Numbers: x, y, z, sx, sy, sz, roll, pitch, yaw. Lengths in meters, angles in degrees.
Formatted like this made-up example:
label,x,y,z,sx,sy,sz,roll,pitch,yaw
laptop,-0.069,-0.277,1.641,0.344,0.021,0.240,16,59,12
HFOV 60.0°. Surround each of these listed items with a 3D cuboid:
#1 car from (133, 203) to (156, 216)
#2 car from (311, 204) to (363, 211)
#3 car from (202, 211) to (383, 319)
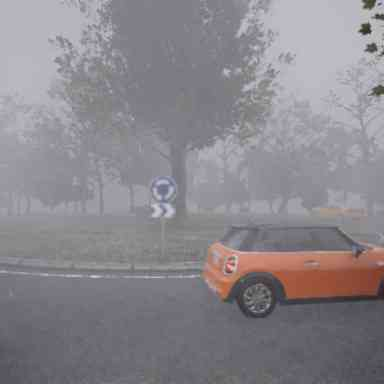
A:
label,x,y,z,sx,sy,sz,roll,pitch,yaw
car,-4.728,1.976,38.438,4.181,1.385,1.994,0,-1,-9
car,12.884,1.800,29.925,1.882,1.535,5.008,1,-1,-22
car,2.587,1.432,7.304,4.553,1.767,2.097,0,-1,-11
